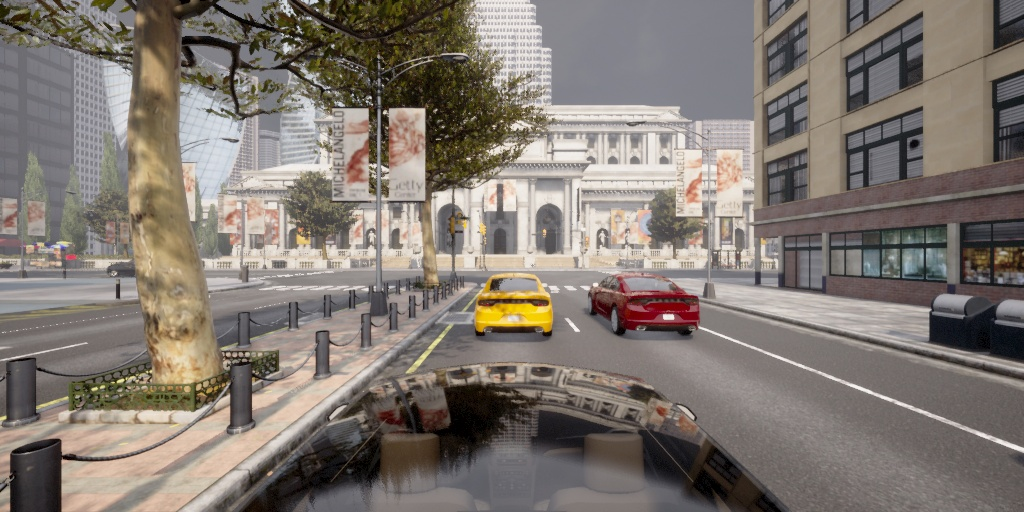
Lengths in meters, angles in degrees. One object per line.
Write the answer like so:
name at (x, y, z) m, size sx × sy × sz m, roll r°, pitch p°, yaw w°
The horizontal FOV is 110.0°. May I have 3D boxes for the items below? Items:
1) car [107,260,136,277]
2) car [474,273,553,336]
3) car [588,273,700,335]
car at (-35.425, 1.254, 34.070) m, size 4.892 × 1.490 × 1.837 m, roll 0°, pitch 0°, yaw 0°
car at (0.056, 1.228, 10.403) m, size 1.882 × 1.535 × 5.008 m, roll 0°, pitch 0°, yaw 1°
car at (3.558, 1.228, 10.582) m, size 1.882 × 1.535 × 5.008 m, roll 0°, pitch 0°, yaw 0°
